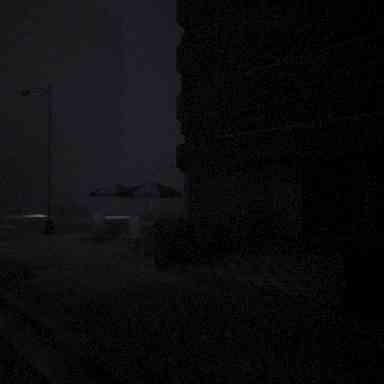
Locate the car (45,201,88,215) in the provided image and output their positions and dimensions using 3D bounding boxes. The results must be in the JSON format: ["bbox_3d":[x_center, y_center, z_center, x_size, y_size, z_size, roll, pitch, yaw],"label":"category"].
[{"bbox_3d":[-12.981,1.619,34.495,1.994,1.385,4.181,0,0,45],"label":"car"}]
